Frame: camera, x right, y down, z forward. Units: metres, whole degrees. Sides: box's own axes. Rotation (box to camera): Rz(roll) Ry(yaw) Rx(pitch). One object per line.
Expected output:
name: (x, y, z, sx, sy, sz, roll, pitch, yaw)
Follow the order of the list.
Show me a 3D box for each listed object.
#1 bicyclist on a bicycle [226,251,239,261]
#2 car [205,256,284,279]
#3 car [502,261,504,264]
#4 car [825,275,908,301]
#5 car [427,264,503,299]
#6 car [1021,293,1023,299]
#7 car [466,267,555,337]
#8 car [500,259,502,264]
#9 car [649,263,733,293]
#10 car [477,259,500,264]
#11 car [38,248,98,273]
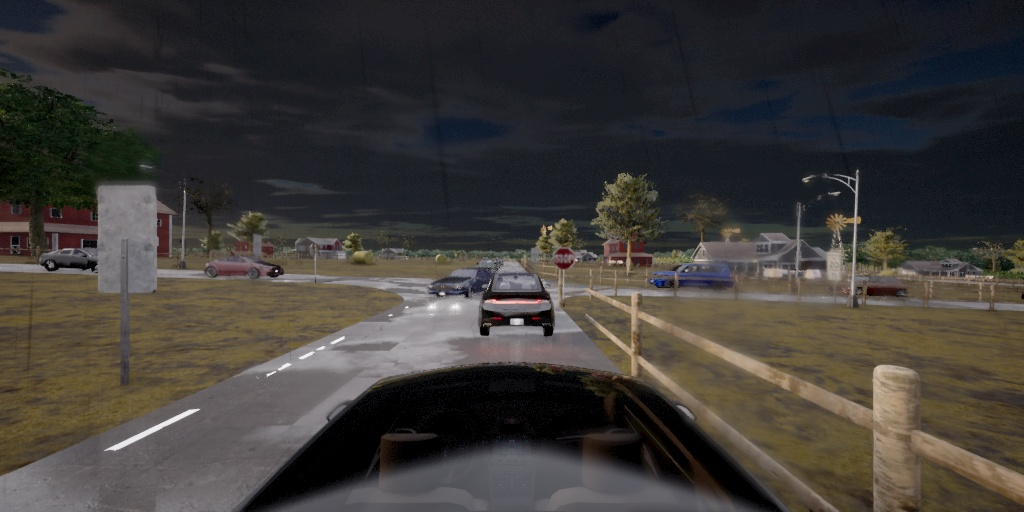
bicyclist on a bicycle: (-22.572, 0.419, 29.046, 0.582, 1.620, 1.656, 2, 0, 0)
car: (-17.124, 0.716, 23.056, 4.181, 1.385, 1.994, 2, 0, 0)
car: (-2.732, 1.357, 59.864, 2.033, 1.411, 5.357, 0, 0, 1)
car: (25.572, 2.174, 25.985, 4.553, 1.767, 2.097, 2, 0, 0)
car: (-2.180, 1.311, 18.548, 2.033, 1.411, 5.357, 0, 0, 21)
car: (40.798, 2.673, 25.948, 5.566, 2.045, 2.150, 2, 0, 0)
car: (0.112, 1.246, 10.370, 2.128, 1.511, 4.902, 0, 0, 0)
car: (-2.757, 1.296, 49.575, 1.837, 1.490, 4.892, 0, 0, 0)
car: (12.921, 1.535, 25.998, 5.566, 2.045, 2.150, 2, 0, 0)
car: (-2.785, 1.133, 39.674, 2.097, 1.767, 4.553, 0, 0, 0)
car: (-27.179, 0.271, 23.063, 4.902, 1.511, 2.128, 2, 0, 0)
